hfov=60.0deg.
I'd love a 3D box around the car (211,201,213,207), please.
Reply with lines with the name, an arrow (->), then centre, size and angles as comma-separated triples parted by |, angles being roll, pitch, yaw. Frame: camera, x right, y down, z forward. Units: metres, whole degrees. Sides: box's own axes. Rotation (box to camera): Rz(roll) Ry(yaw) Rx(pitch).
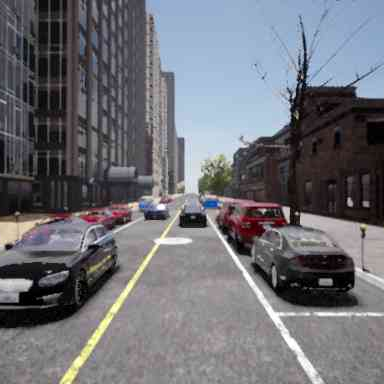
car -> 2.692, 1.620, 25.692 | 1.752, 1.417, 4.829 | 1, 0, 0

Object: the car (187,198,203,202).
car -> 0.076, 1.741, 41.429 | 1.895, 1.301, 4.718 | 0, 0, 0

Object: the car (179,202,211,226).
car -> 0.076, 1.655, 24.284 | 1.994, 1.385, 4.181 | 0, 0, 0

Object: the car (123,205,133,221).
car -> -5.688, 1.640, 25.518 | 1.887, 1.381, 4.507 | 1, 0, 0

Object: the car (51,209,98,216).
car -> -5.686, 1.639, 14.423 | 1.802, 1.307, 4.206 | 1, 0, 0

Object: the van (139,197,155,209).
van -> -5.691, 1.484, 42.158 | 1.690, 1.788, 3.998 | 1, 0, 0

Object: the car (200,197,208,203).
car -> 2.675, 1.800, 75.439 | 1.802, 1.307, 4.206 | 1, 0, 0

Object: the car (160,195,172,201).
car -> -5.704, 1.790, 69.888 | 1.802, 1.307, 4.206 | 1, 0, 0

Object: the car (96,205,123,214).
car -> -5.687, 1.659, 19.971 | 1.802, 1.307, 4.206 | 1, 0, 0

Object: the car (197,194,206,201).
car -> 2.673, 1.561, 92.077 | 2.192, 1.841, 5.009 | 1, 0, 0

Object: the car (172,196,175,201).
car -> -5.701, 1.534, 75.435 | 2.192, 1.841, 5.009 | 1, 0, 0

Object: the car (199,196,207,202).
car -> 2.674, 1.753, 81.155 | 1.752, 1.417, 4.829 | 1, 0, 0

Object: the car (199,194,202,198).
car -> 2.682, 1.623, 58.800 | 1.967, 1.590, 4.097 | 1, 0, 0

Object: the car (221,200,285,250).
car -> 2.698, 1.371, 14.427 | 2.192, 1.841, 5.009 | 1, 0, 0

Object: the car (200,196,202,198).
car -> 2.682, 1.736, 53.254 | 1.947, 1.339, 4.313 | 1, 0, 0

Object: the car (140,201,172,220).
car -> -3.053, 1.707, 29.307 | 1.895, 1.301, 4.718 | 0, 0, 0

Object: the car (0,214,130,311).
car -> -3.090, 1.525, 8.049 | 2.128, 1.511, 4.902 | 0, 0, 0

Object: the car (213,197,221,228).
car -> 2.697, 1.391, 19.976 | 2.192, 1.841, 5.009 | 1, 0, 0

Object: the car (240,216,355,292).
car -> 2.697, 1.587, 8.880 | 2.008, 1.369, 4.403 | 1, 0, 0

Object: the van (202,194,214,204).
van -> 2.687, 1.497, 47.708 | 1.690, 1.788, 3.998 | 1, 0, 0
